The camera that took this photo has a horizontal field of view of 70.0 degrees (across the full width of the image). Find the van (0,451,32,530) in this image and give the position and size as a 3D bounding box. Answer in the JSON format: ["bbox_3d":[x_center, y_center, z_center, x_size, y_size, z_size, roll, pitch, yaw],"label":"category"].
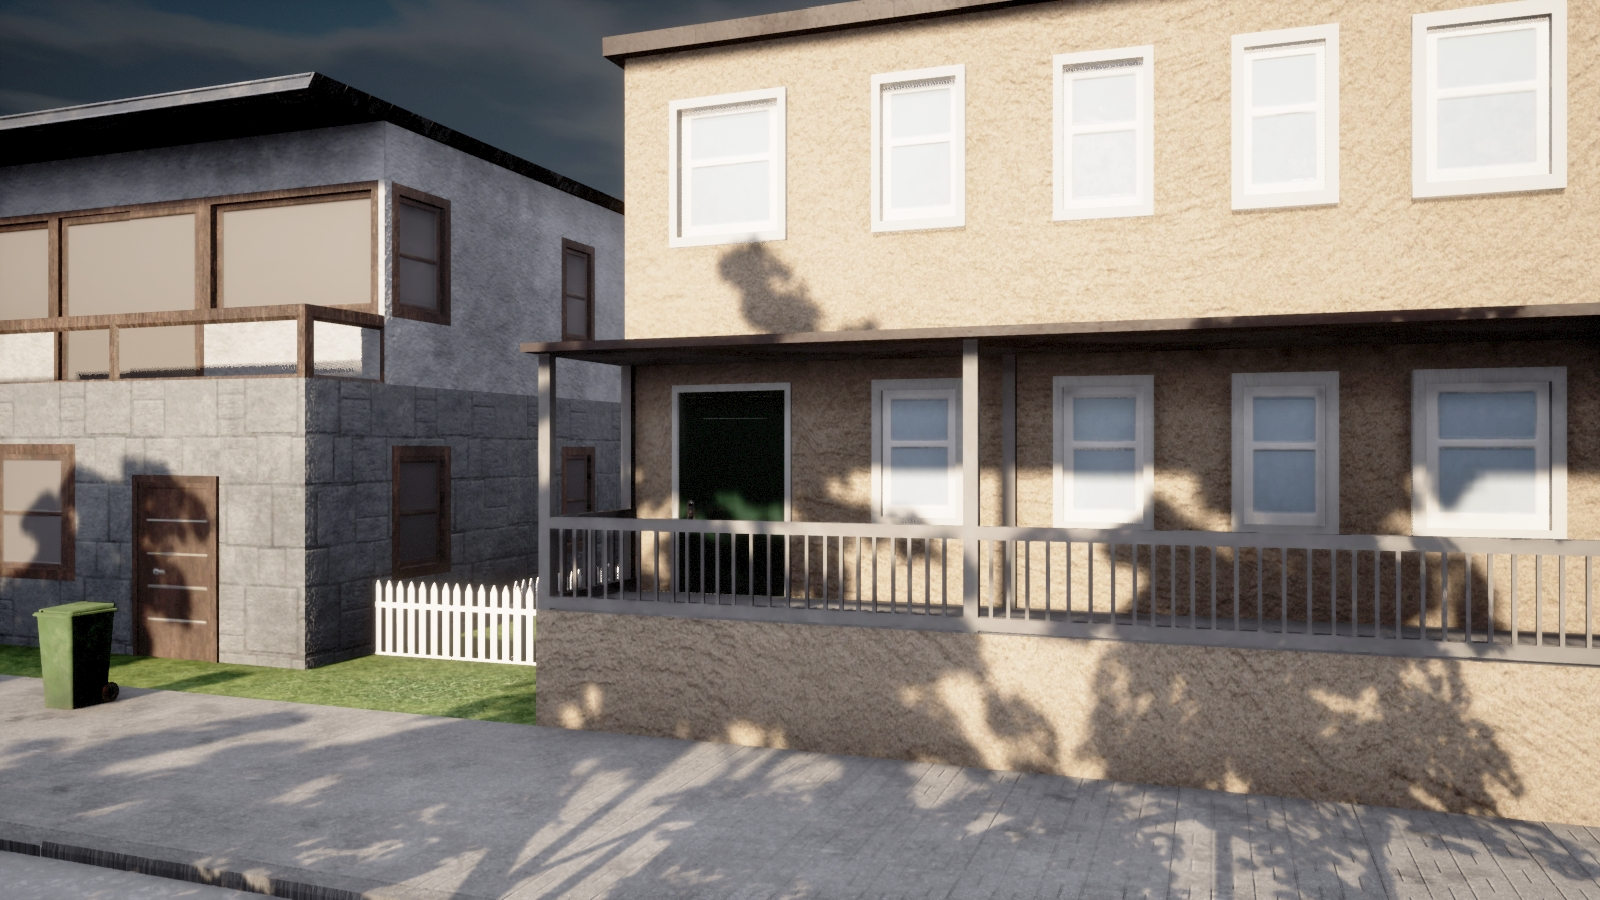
[{"bbox_3d":[-27.753,1.329,35.973,1.988,2.561,5.915,0,0,20],"label":"van"}]
